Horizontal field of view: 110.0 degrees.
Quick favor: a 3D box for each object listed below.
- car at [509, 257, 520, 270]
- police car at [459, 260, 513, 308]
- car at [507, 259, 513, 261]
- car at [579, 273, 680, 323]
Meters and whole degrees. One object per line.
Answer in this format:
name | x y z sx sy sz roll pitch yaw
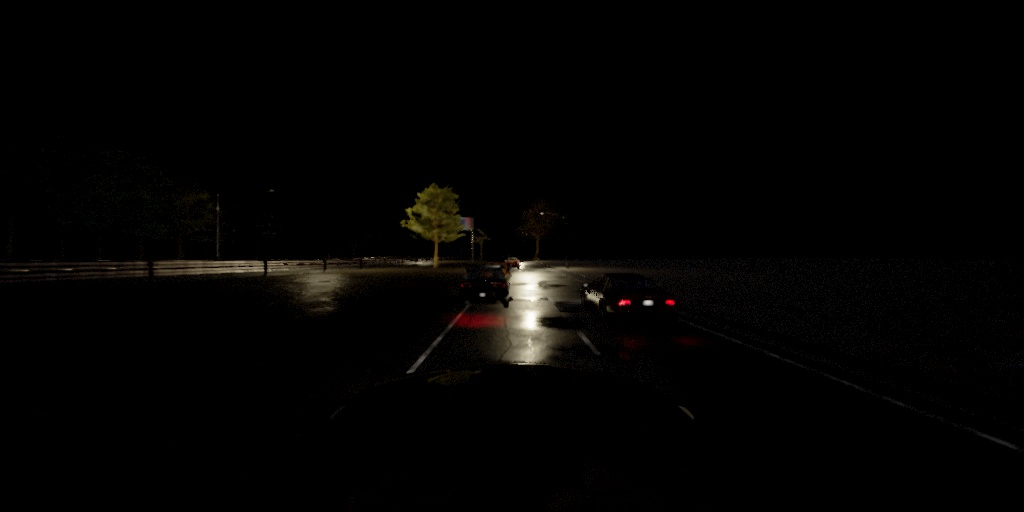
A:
car | 0.032 0.970 50.851 2.097 1.767 4.553 0 0 0
police car | -1.046 1.153 15.300 1.930 1.638 5.238 0 0 0
car | -1.043 1.175 25.190 1.882 1.535 5.008 0 0 0
car | 3.605 1.284 12.003 2.033 1.411 5.357 0 0 0
